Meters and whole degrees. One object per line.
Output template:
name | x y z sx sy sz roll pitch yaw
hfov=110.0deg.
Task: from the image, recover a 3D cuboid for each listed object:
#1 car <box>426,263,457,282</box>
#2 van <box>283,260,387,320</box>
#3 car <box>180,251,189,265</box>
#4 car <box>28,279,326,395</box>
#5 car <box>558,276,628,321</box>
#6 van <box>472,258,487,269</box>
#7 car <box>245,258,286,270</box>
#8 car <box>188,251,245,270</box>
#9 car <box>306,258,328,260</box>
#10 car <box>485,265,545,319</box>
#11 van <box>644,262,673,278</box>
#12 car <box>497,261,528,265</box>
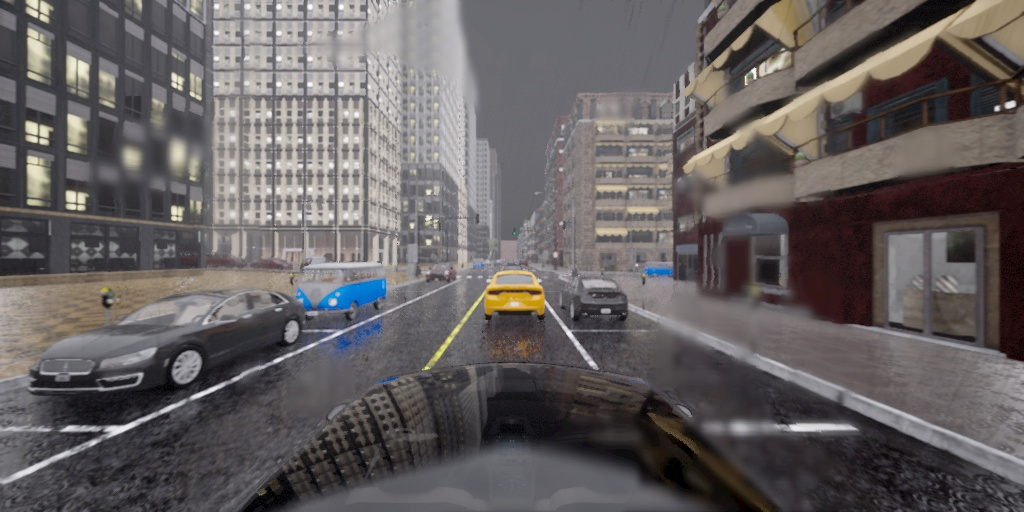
car | -5.735 1.282 29.324 1.967 1.591 4.097 0 0 0
van | -5.706 1.125 12.379 1.690 1.789 3.998 0 0 0
car | -38.061 0.411 42.605 5.566 2.045 2.150 1 0 0
car | -5.697 1.316 6.730 2.007 1.370 4.403 0 0 0
car | 2.674 1.335 12.392 2.007 1.370 4.403 0 0 0
van | -5.790 1.303 61.798 1.690 1.789 3.998 0 0 0
car | -26.784 0.983 40.045 4.207 1.307 1.802 0 0 0
car | -32.358 0.609 40.023 5.009 1.841 2.192 0 0 0
car | -21.210 0.948 40.067 4.097 1.591 1.967 0 0 0
car | 0.081 1.264 12.987 1.882 1.535 5.008 0 0 0
van | 16.849 1.583 40.077 3.998 1.789 1.690 0 0 0
car | 0.049 1.390 29.279 2.033 1.411 5.357 0 0 0
